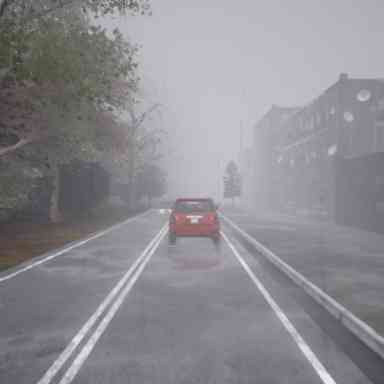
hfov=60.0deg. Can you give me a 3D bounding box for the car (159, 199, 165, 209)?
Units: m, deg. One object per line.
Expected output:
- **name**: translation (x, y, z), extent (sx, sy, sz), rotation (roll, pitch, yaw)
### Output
- **car**: translation (-3.338, 1.572, 44.992), extent (1.994, 1.385, 4.181), rotation (0, 0, 0)

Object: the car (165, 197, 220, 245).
- **car**: translation (0.102, 1.227, 15.821), extent (2.150, 2.045, 5.566), rotation (0, 0, 0)

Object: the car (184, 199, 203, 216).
- **car**: translation (0.102, 1.529, 33.883), extent (1.812, 1.442, 4.674), rotation (0, 0, 0)
